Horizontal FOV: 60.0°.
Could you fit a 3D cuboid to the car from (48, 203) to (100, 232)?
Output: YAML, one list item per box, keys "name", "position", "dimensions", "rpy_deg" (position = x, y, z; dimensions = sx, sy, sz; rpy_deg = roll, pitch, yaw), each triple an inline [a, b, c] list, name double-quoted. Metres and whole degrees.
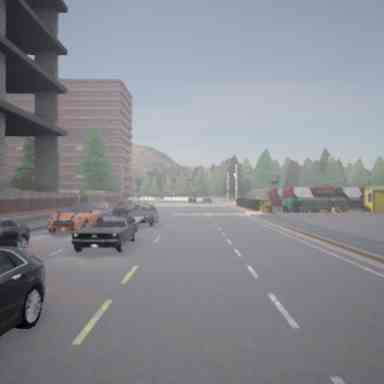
- name: "car"
  position: [-7.071, 1.486, 20.533]
  dimensions: [2.097, 1.767, 4.553]
  rpy_deg: [0, 0, 0]

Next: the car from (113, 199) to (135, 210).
- name: "car"
  position: [-6.973, 1.581, 35.506]
  dimensions: [2.097, 1.767, 4.553]
  rpy_deg: [0, 0, 0]

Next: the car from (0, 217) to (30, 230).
- name: "car"
  position: [-7.088, 1.562, 10.769]
  dimensions: [2.128, 1.511, 4.902]
  rpy_deg: [0, 0, 0]

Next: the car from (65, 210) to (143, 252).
- name: "car"
  position: [-3.582, 1.696, 14.469]
  dimensions: [1.895, 1.301, 4.718]
  rpy_deg: [0, 0, 0]

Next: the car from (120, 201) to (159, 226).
- name: "car"
  position: [-3.559, 1.653, 24.722]
  dimensions: [2.128, 1.511, 4.902]
  rpy_deg: [0, 0, 0]

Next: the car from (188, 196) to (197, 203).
- name: "car"
  position: [0.076, 1.754, 79.071]
  dimensions: [2.097, 1.767, 4.553]
  rpy_deg: [0, 0, 0]

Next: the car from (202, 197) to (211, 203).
- name: "car"
  position: [3.576, 1.840, 79.091]
  dimensions: [2.128, 1.511, 4.902]
  rpy_deg: [0, 0, 0]

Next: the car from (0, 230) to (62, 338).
- name: "car"
  position: [-3.594, 1.534, 4.270]
  dimensions: [1.837, 1.490, 4.892]
  rpy_deg: [0, -1, 0]
